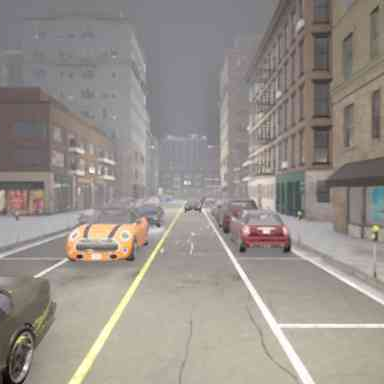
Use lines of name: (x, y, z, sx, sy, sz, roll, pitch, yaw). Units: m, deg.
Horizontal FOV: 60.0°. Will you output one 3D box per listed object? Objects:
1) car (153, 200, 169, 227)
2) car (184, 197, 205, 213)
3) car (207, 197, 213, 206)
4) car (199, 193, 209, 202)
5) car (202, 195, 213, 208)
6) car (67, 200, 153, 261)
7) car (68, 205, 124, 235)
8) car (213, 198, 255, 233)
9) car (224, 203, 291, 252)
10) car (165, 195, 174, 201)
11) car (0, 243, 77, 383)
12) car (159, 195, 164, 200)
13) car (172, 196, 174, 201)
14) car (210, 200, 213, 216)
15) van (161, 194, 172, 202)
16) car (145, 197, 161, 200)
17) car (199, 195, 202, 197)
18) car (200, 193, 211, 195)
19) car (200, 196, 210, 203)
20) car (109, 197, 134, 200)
car: (-2.845, 1.527, 22.578, 2.033, 1.411, 5.357, 0, 0, 0)
car: (0.104, 1.569, 36.023, 1.895, 1.301, 4.718, 0, 0, 0)
car: (2.637, 1.498, 30.888, 1.752, 1.417, 4.829, 0, 0, 0)
car: (2.635, 1.250, 76.013, 2.192, 1.841, 5.009, 0, 0, 0)
car: (2.636, 1.508, 47.704, 2.008, 1.369, 4.403, 0, 0, 0)
car: (-2.851, 1.341, 12.169, 2.097, 1.767, 4.553, 0, 0, 0)
car: (-5.388, 1.533, 19.394, 2.008, 1.369, 4.403, 0, 0, 0)
car: (2.637, 1.297, 19.394, 2.192, 1.841, 5.009, 0, 0, 0)
car: (2.638, 1.428, 13.732, 1.967, 1.590, 4.097, 0, 0, 0)
car: (-5.390, 1.497, 81.675, 1.947, 1.339, 4.313, 0, 0, 0)
car: (-2.848, 1.545, 2.516, 2.033, 1.411, 5.357, 0, 0, 0)
car: (-5.389, 1.483, 47.534, 1.752, 1.417, 4.829, 0, 0, 0)
car: (-5.390, 1.486, 76.013, 2.008, 1.369, 4.403, 0, 0, 0)
car: (2.637, 1.543, 25.056, 1.947, 1.339, 4.313, 0, 0, 0)
van: (-5.389, 1.285, 64.689, 1.690, 1.788, 3.998, 0, 0, 0)
car: (-5.389, 1.544, 42.042, 1.802, 1.307, 4.206, 0, 0, 0)
car: (0.092, 1.464, 47.759, 1.837, 1.490, 4.892, 0, 1, 0)
car: (2.636, 1.263, 59.027, 2.192, 1.841, 5.009, 0, 0, 0)
car: (2.635, 1.506, 70.351, 1.947, 1.339, 4.313, 0, 0, 0)
car: (-5.388, 1.292, 25.056, 2.192, 1.841, 5.009, 0, 0, 0)
